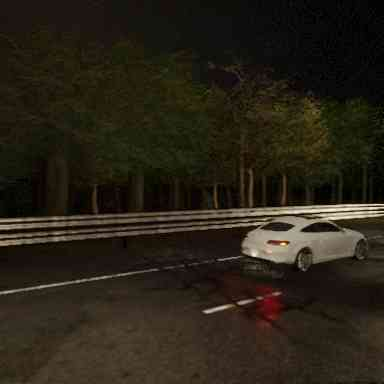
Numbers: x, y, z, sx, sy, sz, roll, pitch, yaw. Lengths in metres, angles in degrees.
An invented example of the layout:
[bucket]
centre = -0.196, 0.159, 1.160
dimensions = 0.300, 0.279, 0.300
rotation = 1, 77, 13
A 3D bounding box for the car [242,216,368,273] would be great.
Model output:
[car]
centre = 3.653, 1.501, 10.560
dimensions = 4.674, 1.442, 1.812
rotation = 0, 0, -34
